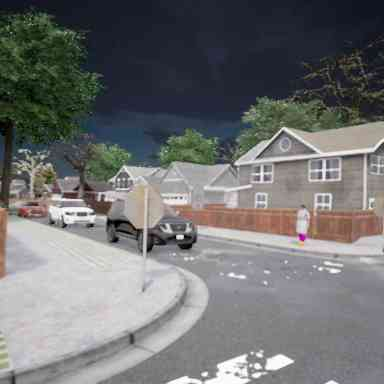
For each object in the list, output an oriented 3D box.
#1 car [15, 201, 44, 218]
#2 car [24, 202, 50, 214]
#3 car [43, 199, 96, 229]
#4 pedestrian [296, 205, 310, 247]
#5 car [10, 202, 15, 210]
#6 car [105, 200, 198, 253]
[{"bbox_3d":[-16.921,1.784,35.287,2.097,1.767,4.553,3,-2,-37],"label":"car"},{"bbox_3d":[-21.326,2.122,45.612,2.128,1.511,4.902,3,-2,-39],"label":"car"},{"bbox_3d":[-8.971,1.524,24.589,2.150,2.045,5.566,3,-3,-36],"label":"car"},{"bbox_3d":[4.979,1.481,14.983,0.375,1.860,0.375,2,-1,-35],"label":"pedestrian"},{"bbox_3d":[-27.861,2.225,53.551,1.812,1.442,4.674,3,-2,-40],"label":"car"},{"bbox_3d":[-2.012,1.378,14.757,2.150,2.045,5.566,3,-2,-35],"label":"car"}]
